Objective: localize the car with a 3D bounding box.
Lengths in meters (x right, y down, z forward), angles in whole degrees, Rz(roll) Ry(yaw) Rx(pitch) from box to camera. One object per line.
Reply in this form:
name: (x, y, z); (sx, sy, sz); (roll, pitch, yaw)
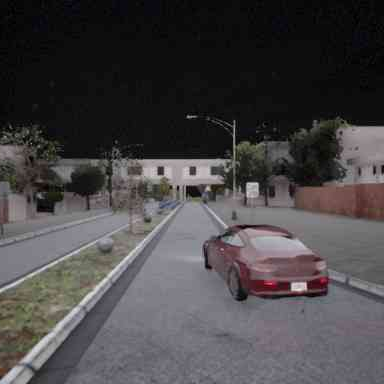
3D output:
car: (1.528, 1.521, 8.240); (1.812, 1.442, 4.674); (0, 0, -10)
